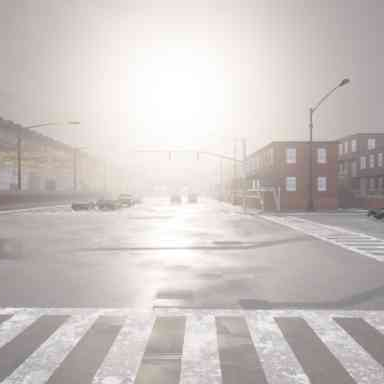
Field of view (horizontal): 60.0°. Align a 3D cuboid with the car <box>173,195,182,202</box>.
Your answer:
[{"bbox_3d":[-3.422,1.478,80.488,1.882,1.535,5.008,0,0,0],"label":"car"}]

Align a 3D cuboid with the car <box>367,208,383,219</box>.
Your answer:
[{"bbox_3d":[17.061,1.547,26.642,5.357,1.411,2.033,0,0,0],"label":"car"}]

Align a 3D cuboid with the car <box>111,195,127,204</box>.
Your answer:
[{"bbox_3d":[-13.979,1.478,63.967,1.882,1.535,5.008,0,0,1],"label":"car"}]

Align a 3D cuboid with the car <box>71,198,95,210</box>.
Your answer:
[{"bbox_3d":[-14.057,1.547,43.617,2.033,1.411,5.357,0,0,0],"label":"car"}]

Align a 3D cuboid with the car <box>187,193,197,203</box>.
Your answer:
[{"bbox_3d":[0.167,1.547,69.632,2.033,1.411,5.357,0,0,0],"label":"car"}]

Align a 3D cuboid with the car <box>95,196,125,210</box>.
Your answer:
[{"bbox_3d":[-10.569,1.601,43.200,1.895,1.301,4.718,0,0,3],"label":"car"}]

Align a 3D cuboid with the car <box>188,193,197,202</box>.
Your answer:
[{"bbox_3d":[0.078,1.225,80.265,2.150,2.045,5.566,0,0,0],"label":"car"}]

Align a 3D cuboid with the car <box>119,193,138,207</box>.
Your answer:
[{"bbox_3d":[-10.541,1.221,52.825,2.150,2.045,5.566,0,0,0],"label":"car"}]

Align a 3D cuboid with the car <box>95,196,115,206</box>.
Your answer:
[{"bbox_3d":[-14.037,1.478,53.977,1.882,1.535,5.008,0,0,0],"label":"car"}]

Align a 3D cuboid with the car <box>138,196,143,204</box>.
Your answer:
[{"bbox_3d":[-10.496,1.526,62.620,1.812,1.442,4.674,0,0,0],"label":"car"}]

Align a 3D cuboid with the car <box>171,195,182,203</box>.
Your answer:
[{"bbox_3d":[-3.364,1.353,70.202,2.097,1.767,4.553,0,0,0],"label":"car"}]
